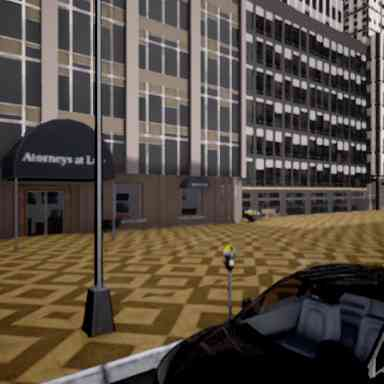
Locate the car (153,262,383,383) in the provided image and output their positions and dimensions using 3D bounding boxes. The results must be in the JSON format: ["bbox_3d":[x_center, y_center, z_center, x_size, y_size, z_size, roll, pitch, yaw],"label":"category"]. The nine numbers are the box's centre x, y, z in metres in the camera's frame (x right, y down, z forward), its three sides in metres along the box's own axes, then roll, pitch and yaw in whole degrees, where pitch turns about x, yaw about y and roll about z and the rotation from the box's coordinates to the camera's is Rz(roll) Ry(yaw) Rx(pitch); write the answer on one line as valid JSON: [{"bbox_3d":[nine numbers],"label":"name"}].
[{"bbox_3d":[1.670,1.570,3.614,4.313,1.339,1.947,0,0,-35],"label":"car"}]
